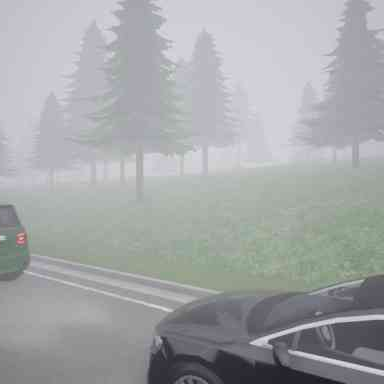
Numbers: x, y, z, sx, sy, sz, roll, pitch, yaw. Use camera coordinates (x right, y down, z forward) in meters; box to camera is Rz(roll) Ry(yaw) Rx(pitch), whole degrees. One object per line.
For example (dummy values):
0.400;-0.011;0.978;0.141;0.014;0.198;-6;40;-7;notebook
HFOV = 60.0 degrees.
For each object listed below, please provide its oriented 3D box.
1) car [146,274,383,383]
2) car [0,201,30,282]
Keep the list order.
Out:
1.771;1.492;2.729;4.902;1.511;2.128;0;0;36;car
-6.393;1.223;8.519;5.566;2.045;2.150;0;0;36;car
